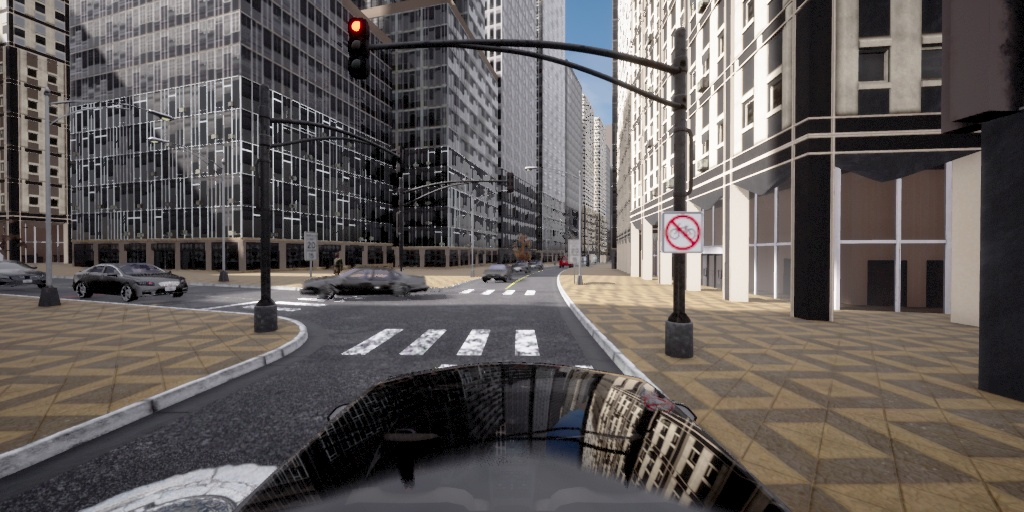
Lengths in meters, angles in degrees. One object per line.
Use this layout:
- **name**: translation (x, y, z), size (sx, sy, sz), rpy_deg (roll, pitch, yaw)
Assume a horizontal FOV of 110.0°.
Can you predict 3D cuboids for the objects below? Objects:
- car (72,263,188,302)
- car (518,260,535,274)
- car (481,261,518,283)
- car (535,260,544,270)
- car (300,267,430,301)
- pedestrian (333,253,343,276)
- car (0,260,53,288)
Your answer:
- **car**: translation (-16.362, 1.043, 15.395), size (4.902, 1.511, 2.128), rpy_deg (1, 1, 16)
- **car**: translation (1.099, 1.335, 42.642), size (2.128, 1.511, 4.902), rpy_deg (0, 0, 11)
- **car**: translation (-1.043, 1.332, 28.669), size (2.033, 1.411, 5.357), rpy_deg (0, 0, 7)
- **car**: translation (3.652, 1.398, 54.813), size (2.128, 1.511, 4.902), rpy_deg (0, 0, 14)
- **car**: translation (-6.563, 1.208, 16.486), size (5.357, 1.411, 2.033), rpy_deg (1, 1, -22)
- **pedestrian**: translation (-9.513, 0.716, 19.490), size (0.375, 1.860, 0.375), rpy_deg (0, 0, 16)
- **car**: translation (-25.921, 0.940, 18.198), size (4.674, 1.442, 1.812), rpy_deg (1, 1, 17)
